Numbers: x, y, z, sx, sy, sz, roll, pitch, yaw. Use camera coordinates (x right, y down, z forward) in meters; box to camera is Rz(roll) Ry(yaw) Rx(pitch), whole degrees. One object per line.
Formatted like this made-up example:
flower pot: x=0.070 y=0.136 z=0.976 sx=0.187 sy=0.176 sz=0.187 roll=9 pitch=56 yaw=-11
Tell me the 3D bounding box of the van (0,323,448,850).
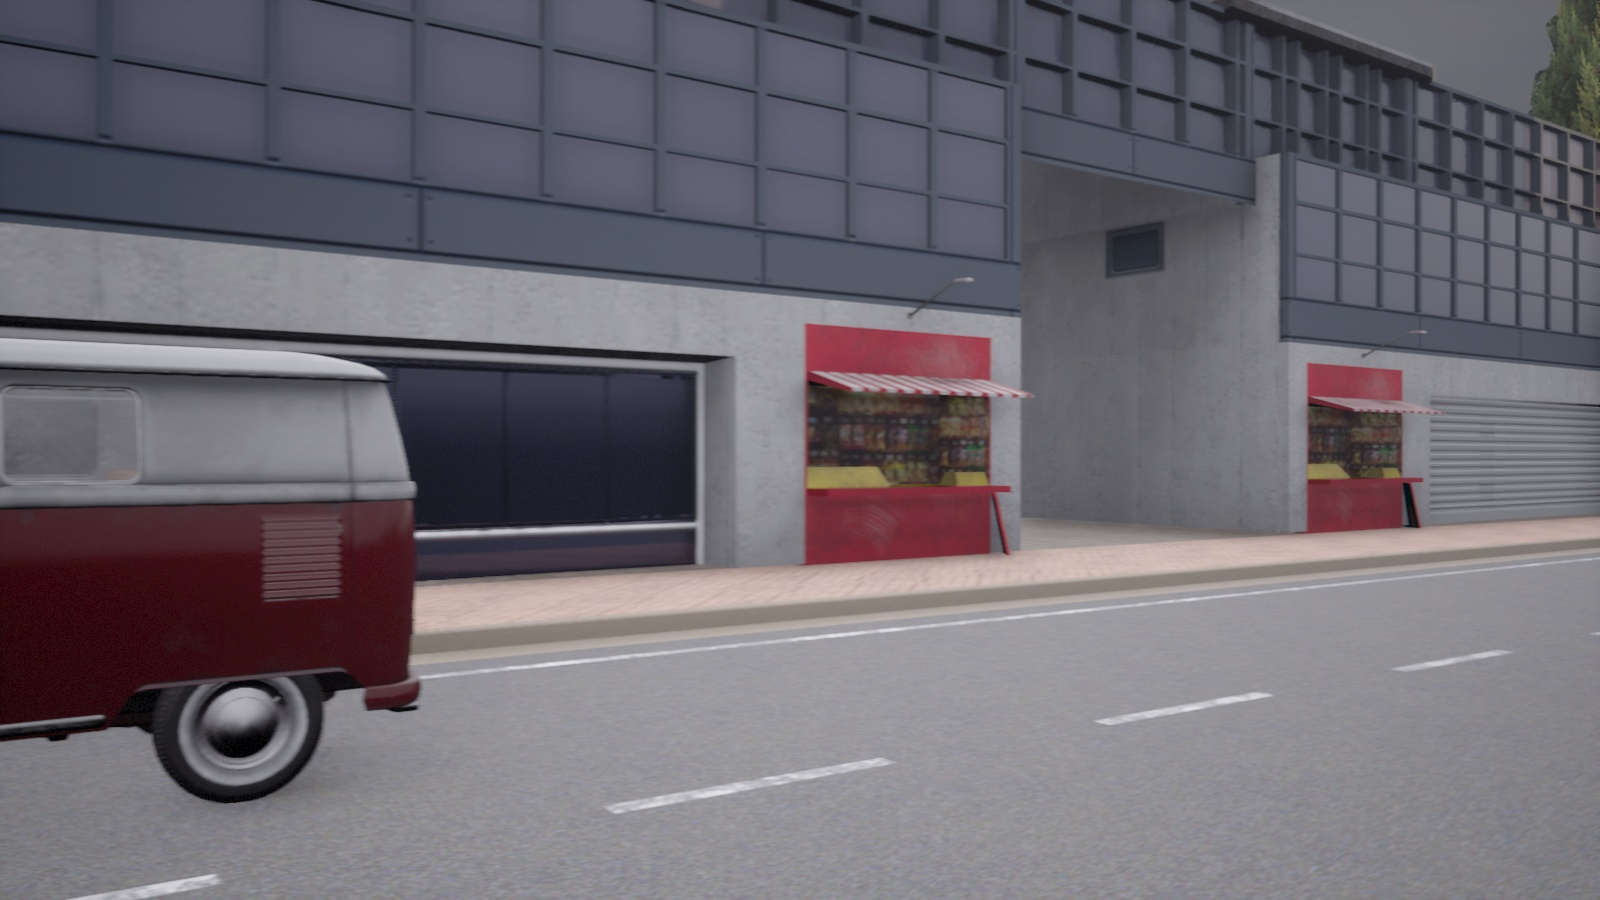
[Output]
van: x=-3.935 y=0.519 z=5.186 sx=4.442 sy=1.987 sz=1.775 roll=0 pitch=0 yaw=-35
